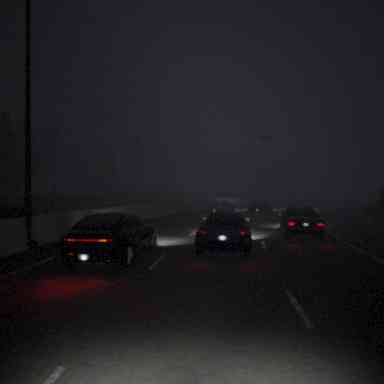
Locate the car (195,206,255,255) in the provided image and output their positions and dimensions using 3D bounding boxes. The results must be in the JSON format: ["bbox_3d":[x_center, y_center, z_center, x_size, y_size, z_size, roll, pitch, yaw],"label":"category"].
[{"bbox_3d":[1.311,1.481,13.022,1.994,1.385,4.181,0,0,9],"label":"car"}]

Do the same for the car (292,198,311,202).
[{"bbox_3d":[11.710,1.339,35.668,1.812,1.442,4.674,0,0,24],"label":"car"}]

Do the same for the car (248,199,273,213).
[{"bbox_3d":[7.053,1.405,33.785,1.895,1.301,4.718,0,0,22],"label":"car"}]

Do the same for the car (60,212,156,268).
[{"bbox_3d":[-2.512,1.417,10.996,1.837,1.490,4.892,0,0,7],"label":"car"}]

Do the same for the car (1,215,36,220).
[{"bbox_3d":[-9.063,1.449,15.844,1.895,1.301,4.718,0,0,10],"label":"car"}]

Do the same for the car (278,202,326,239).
[{"bbox_3d":[5.503,1.458,17.004,2.033,1.411,5.357,0,0,12],"label":"car"}]

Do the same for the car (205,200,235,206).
[{"bbox_3d":[2.807,1.393,32.503,1.895,1.301,4.718,0,0,21],"label":"car"}]
